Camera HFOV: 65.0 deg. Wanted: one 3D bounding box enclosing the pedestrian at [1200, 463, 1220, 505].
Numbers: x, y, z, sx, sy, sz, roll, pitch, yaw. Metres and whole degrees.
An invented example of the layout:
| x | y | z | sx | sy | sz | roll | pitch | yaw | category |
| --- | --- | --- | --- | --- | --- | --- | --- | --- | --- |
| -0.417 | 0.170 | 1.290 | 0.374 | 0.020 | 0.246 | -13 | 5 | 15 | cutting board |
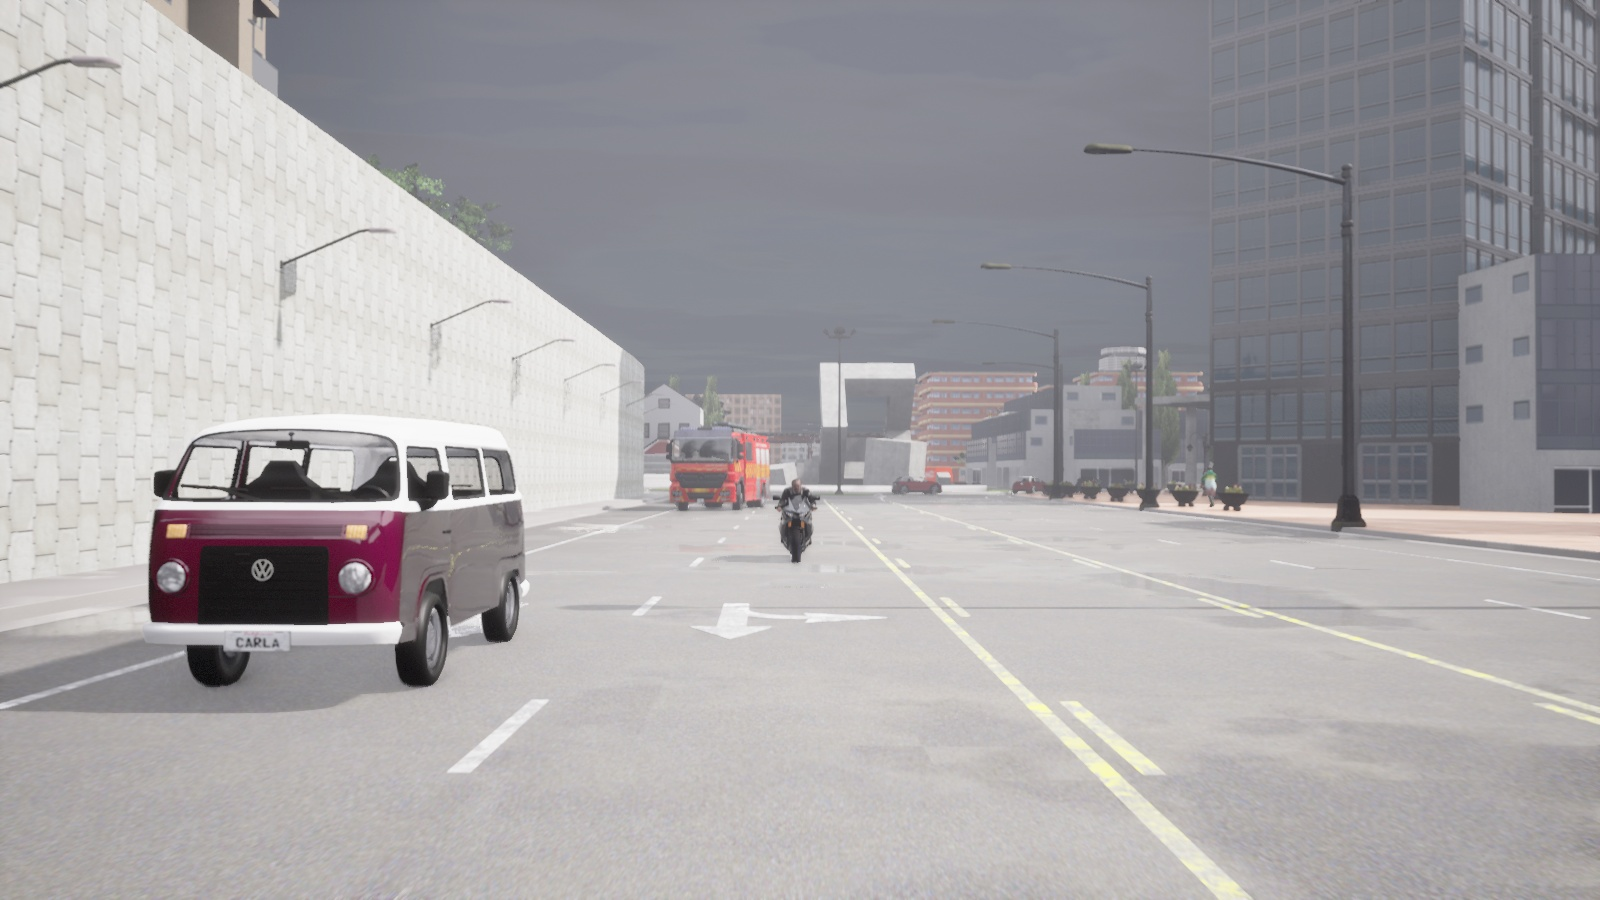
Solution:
| x | y | z | sx | sy | sz | roll | pitch | yaw | category |
| --- | --- | --- | --- | --- | --- | --- | --- | --- | --- |
| 19.032 | 1.579 | 58.310 | 0.659 | 1.952 | 0.873 | 0 | -1 | 1 | pedestrian |

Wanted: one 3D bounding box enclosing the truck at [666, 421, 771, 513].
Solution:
| x | y | z | sx | sy | sz | roll | pitch | yaw | category |
| --- | --- | --- | --- | --- | --- | --- | --- | --- | --- |
| -3.509 | 0.788 | 56.343 | 2.891 | 3.827 | 8.468 | -1 | -1 | 9 | truck |

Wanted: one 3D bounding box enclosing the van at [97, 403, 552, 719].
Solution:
| x | y | z | sx | sy | sz | roll | pitch | yaw | category |
| --- | --- | --- | --- | --- | --- | --- | --- | --- | --- |
| -3.527 | 0.764 | 10.395 | 2.069 | 2.038 | 4.480 | 0 | -1 | 0 | van |

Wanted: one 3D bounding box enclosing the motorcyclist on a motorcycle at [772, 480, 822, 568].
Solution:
| x | y | z | sx | sy | sz | roll | pitch | yaw | category |
| --- | --- | --- | --- | --- | --- | --- | --- | --- | --- |
| -0.056 | 1.313 | 23.038 | 0.866 | 1.530 | 2.191 | 0 | -1 | 0 | motorcyclist on a motorcycle |
